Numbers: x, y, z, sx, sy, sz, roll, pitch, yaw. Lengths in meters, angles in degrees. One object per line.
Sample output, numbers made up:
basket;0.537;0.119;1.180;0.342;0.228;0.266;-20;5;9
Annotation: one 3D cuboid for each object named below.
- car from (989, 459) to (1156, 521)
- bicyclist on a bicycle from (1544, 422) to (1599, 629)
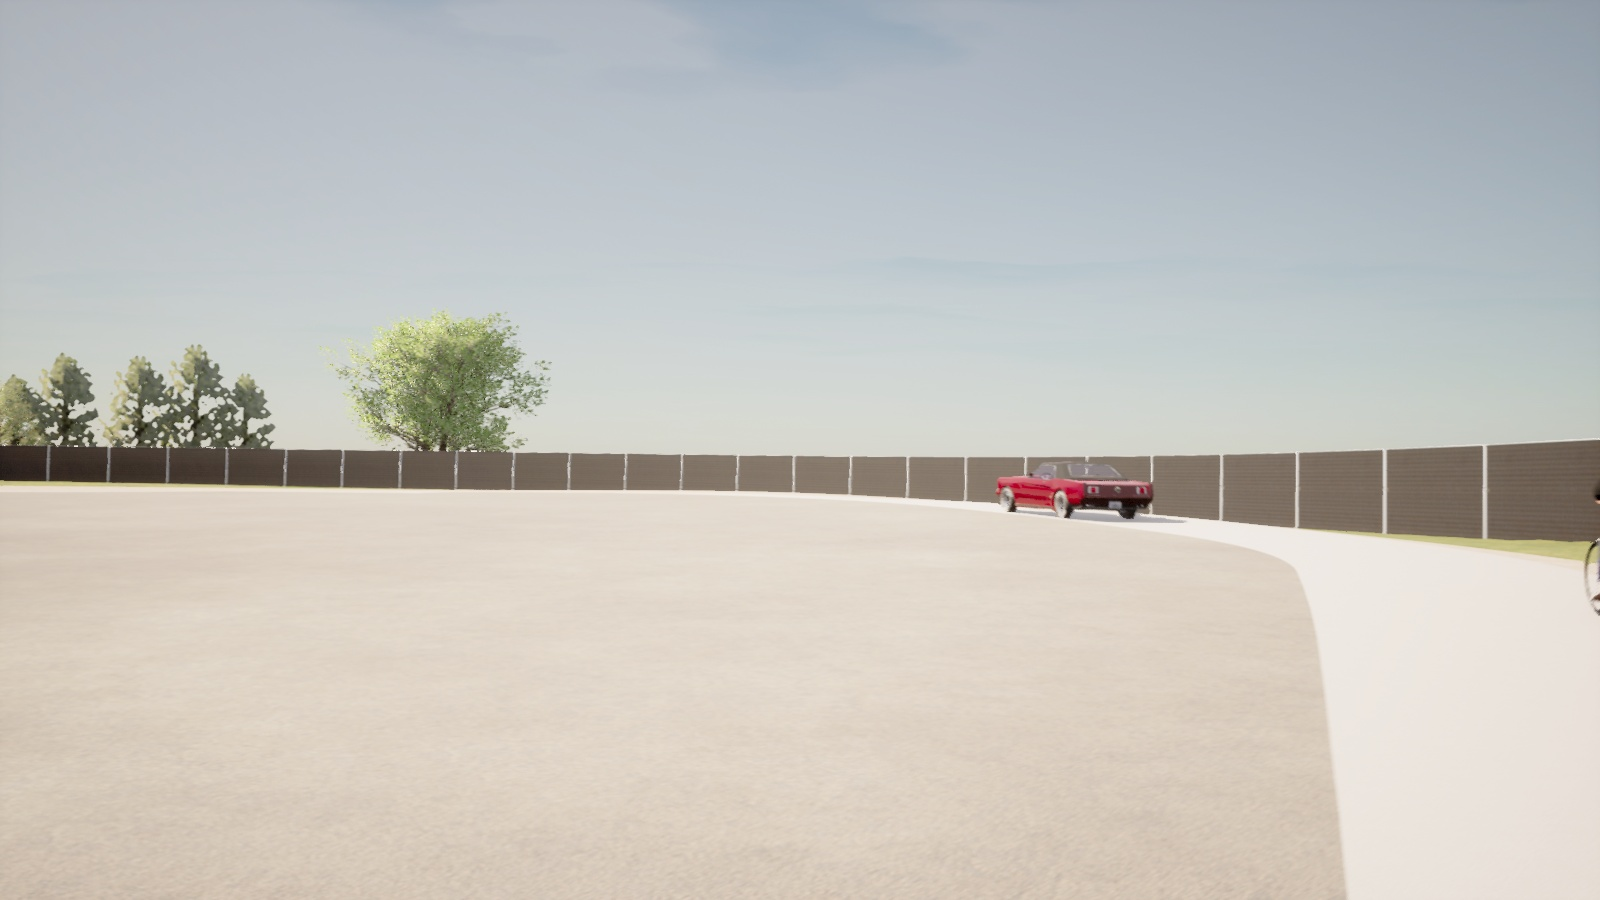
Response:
car;6.394;0.906;30.065;1.895;1.301;4.718;1;0;-16
bicyclist on a bicycle;7.271;0.642;11.109;0.659;1.776;1.843;-1;0;13
